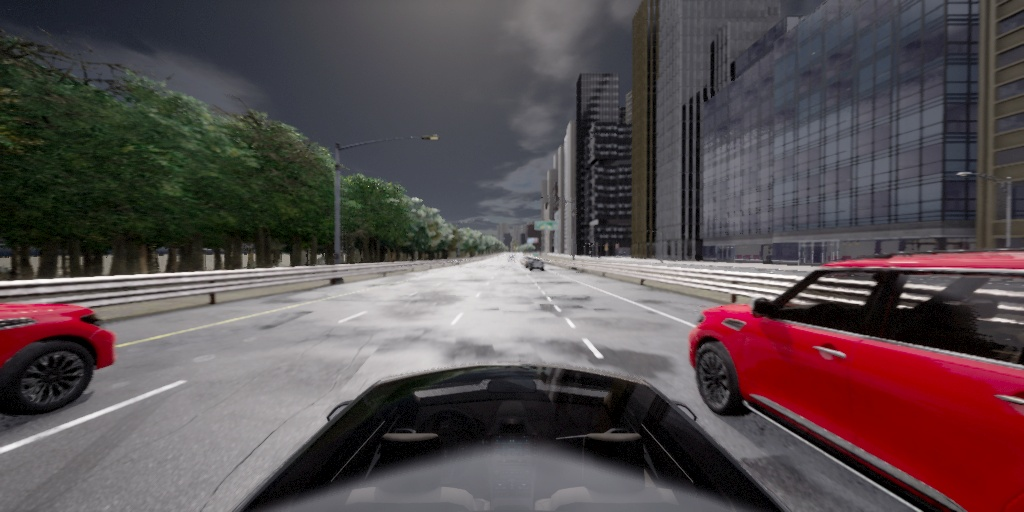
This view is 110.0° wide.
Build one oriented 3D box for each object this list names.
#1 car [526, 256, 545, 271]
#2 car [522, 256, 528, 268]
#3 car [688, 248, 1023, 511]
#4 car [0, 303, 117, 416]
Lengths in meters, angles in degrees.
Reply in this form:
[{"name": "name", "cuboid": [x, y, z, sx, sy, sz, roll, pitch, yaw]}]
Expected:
[{"name": "car", "cuboid": [3.381, 1.227, 49.343, 2.033, 1.649, 4.856, 0, 0, 0]}, {"name": "car", "cuboid": [3.326, 1.152, 60.305, 2.097, 1.767, 4.553, 0, 0, 0]}, {"name": "car", "cuboid": [3.601, 0.972, 2.799, 2.150, 2.045, 5.566, 0, 0, 0]}, {"name": "car", "cuboid": [-6.897, 0.974, 2.835, 2.150, 2.045, 5.566, 0, 0, 0]}]
